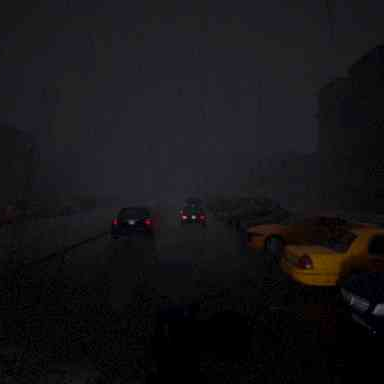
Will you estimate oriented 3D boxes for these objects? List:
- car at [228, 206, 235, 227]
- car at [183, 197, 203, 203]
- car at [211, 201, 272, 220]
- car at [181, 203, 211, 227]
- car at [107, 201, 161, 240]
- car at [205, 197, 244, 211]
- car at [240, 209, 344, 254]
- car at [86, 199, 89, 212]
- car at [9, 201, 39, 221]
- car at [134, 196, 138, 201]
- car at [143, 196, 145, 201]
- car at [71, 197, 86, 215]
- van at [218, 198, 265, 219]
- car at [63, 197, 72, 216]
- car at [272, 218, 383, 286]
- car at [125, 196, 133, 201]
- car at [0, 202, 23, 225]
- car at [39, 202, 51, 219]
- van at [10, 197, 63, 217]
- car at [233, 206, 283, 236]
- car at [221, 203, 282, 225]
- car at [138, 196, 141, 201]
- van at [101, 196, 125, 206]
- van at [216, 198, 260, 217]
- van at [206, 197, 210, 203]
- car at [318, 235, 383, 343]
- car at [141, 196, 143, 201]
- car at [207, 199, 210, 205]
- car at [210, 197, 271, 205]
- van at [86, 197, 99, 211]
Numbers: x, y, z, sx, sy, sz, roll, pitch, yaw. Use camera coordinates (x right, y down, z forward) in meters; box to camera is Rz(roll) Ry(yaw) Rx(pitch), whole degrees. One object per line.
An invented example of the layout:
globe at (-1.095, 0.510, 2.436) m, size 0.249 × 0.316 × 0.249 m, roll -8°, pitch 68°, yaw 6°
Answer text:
car at (4.746, 1.703, 19.134) m, size 4.792 × 1.488 × 2.163 m, roll 0°, pitch -1°, yaw 0°
car at (0.135, 1.644, 40.755) m, size 2.150 × 2.045 × 5.566 m, roll 0°, pitch 0°, yaw 0°
car at (4.534, 1.774, 27.348) m, size 5.366 × 1.575 × 1.946 m, roll 0°, pitch -1°, yaw 0°
car at (0.109, 1.818, 25.216) m, size 2.033 × 1.411 × 5.357 m, roll 0°, pitch -1°, yaw 0°
car at (-2.894, 1.532, 18.102) m, size 2.097 × 1.767 × 4.553 m, roll 0°, pitch -1°, yaw 0°
car at (4.792, 1.729, 49.706) m, size 5.566 × 2.045 × 2.435 m, roll 0°, pitch 0°, yaw 0°
car at (4.720, 1.598, 13.451) m, size 5.008 × 1.535 × 2.097 m, roll 0°, pitch -1°, yaw 0°
car at (-15.774, 1.948, 41.279) m, size 4.792 × 1.488 × 2.163 m, roll 0°, pitch -1°, yaw 0°
car at (-15.966, 1.779, 27.490) m, size 5.366 × 1.575 × 1.946 m, roll 0°, pitch -1°, yaw 0°
car at (-15.867, 2.156, 77.125) m, size 5.008 × 1.535 × 2.097 m, roll 0°, pitch -1°, yaw 0°
car at (-15.874, 2.304, 88.148) m, size 5.008 × 1.535 × 2.097 m, roll 0°, pitch -1°, yaw 0°
car at (-15.770, 1.643, 38.524) m, size 5.566 × 2.045 × 2.435 m, roll 0°, pitch -1°, yaw 0°
van at (4.839, 1.613, 33.033) m, size 4.442 × 1.987 × 1.878 m, roll 0°, pitch -1°, yaw 0°
car at (-15.825, 1.743, 35.764) m, size 4.553 × 1.767 × 2.185 m, roll 0°, pitch -1°, yaw 0°
car at (4.898, 1.529, 7.895) m, size 5.366 × 1.575 × 1.946 m, roll 0°, pitch -1°, yaw 0°
car at (-15.819, 1.832, 68.856) m, size 5.566 × 2.045 × 2.435 m, roll 0°, pitch 0°, yaw 0°
car at (-15.962, 1.747, 24.730) m, size 5.366 × 1.575 × 1.946 m, roll 0°, pitch -1°, yaw 0°
car at (-15.783, 1.853, 30.246) m, size 4.674 × 1.452 × 2.002 m, roll 0°, pitch -1°, yaw 0°
van at (-15.673, 1.616, 33.008) m, size 4.442 × 1.987 × 1.878 m, roll 0°, pitch -1°, yaw 0°
car at (4.722, 1.638, 16.355) m, size 4.892 × 1.521 × 2.231 m, roll 0°, pitch -1°, yaw 0°
car at (4.712, 1.709, 21.914) m, size 5.008 × 1.535 × 2.097 m, roll 0°, pitch -1°, yaw 0°
car at (-15.877, 2.224, 82.636) m, size 4.892 × 1.521 × 2.231 m, roll 0°, pitch -1°, yaw 0°
van at (-15.722, 1.826, 63.344) m, size 4.442 × 1.987 × 1.878 m, roll 0°, pitch 0°, yaw 0°
van at (4.844, 1.641, 35.687) m, size 4.442 × 1.987 × 1.878 m, roll 0°, pitch -1°, yaw 0°
van at (4.637, 1.736, 46.929) m, size 4.442 × 1.987 × 1.878 m, roll 0°, pitch 0°, yaw 0°
car at (4.715, 1.547, 5.124) m, size 4.674 × 1.452 × 2.002 m, roll 0°, pitch -1°, yaw 0°
car at (-15.880, 2.263, 85.392) m, size 4.892 × 1.521 × 2.231 m, roll 0°, pitch -1°, yaw 0°
car at (4.718, 1.970, 44.021) m, size 4.792 × 1.488 × 2.163 m, roll 0°, pitch 0°, yaw 0°
car at (4.690, 1.556, 30.134) m, size 5.566 × 2.045 × 2.435 m, roll 0°, pitch -1°, yaw 0°
van at (-15.929, 1.736, 46.800) m, size 4.442 × 1.987 × 1.878 m, roll 0°, pitch 0°, yaw 0°
